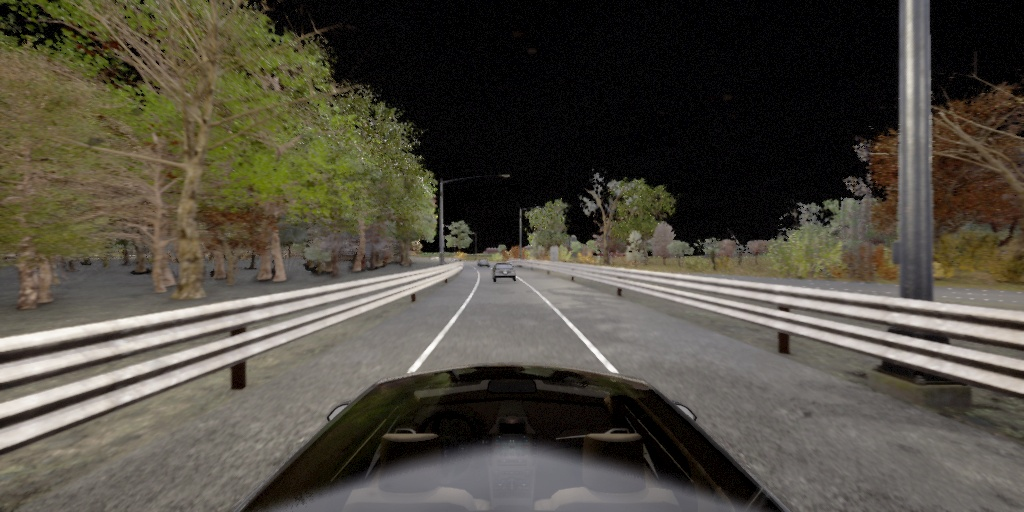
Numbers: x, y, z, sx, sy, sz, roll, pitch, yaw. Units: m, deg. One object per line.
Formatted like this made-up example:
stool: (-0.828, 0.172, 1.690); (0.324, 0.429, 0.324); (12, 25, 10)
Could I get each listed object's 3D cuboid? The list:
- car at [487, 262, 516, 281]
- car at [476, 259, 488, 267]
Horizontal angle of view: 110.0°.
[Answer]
car: (-0.747, 1.282, 29.835); (2.033, 1.411, 5.357); (0, 0, -5)
car: (-5.333, 1.257, 65.250); (1.994, 1.385, 4.181); (0, 0, -10)
